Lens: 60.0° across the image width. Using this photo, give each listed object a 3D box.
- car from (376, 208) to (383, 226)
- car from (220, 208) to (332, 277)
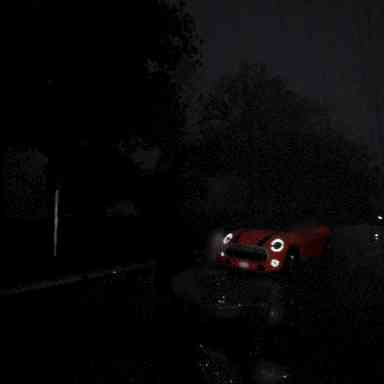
[{"bbox_3d":[16.288,1.948,26.870,1.837,1.490,4.892,2,0,40],"label":"car"},{"bbox_3d":[2.862,1.427,10.777,2.097,1.767,4.553,2,0,40],"label":"car"}]
